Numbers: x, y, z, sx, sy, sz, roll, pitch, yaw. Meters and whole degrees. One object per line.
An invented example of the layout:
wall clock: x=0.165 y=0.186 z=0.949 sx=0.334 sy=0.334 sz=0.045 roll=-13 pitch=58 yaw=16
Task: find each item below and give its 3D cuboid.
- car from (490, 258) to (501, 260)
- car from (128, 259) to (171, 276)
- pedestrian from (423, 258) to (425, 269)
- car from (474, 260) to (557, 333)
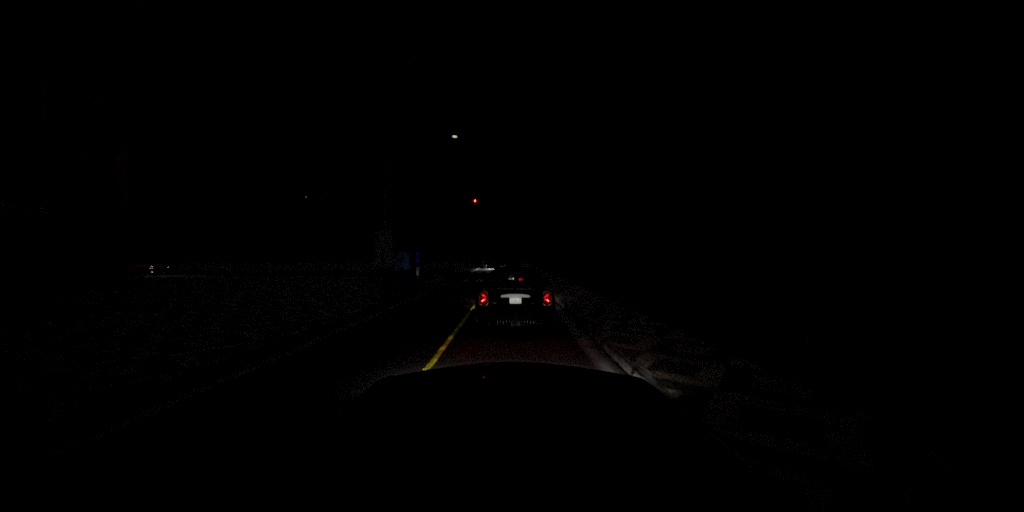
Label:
car: x=-3.082 y=1.247 z=60.273 sx=2.128 sy=1.511 sz=4.902 roll=0 pitch=0 yaw=0
car: x=-35.886 y=1.030 z=34.639 sx=4.553 sy=1.767 sz=2.097 roll=0 pitch=0 yaw=2
pedestrian: x=-10.098 y=0.847 z=40.219 sx=0.375 sy=1.860 sz=0.375 roll=0 pitch=0 yaw=1
car: x=0.085 y=1.112 z=10.915 sx=2.097 sy=1.767 sz=4.553 roll=0 pitch=0 yaw=0
